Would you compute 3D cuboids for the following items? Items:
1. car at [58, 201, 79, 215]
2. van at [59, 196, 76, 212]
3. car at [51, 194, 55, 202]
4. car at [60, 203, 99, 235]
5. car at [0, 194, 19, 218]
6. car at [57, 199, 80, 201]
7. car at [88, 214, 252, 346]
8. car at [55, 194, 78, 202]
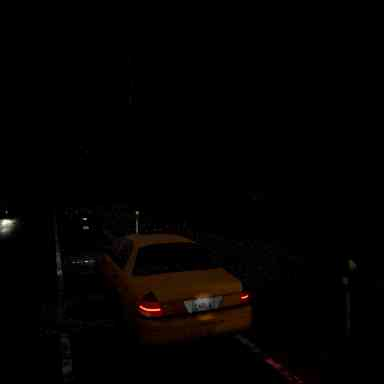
[{"bbox_3d":[-8.283,1.552,23.755,2.008,1.369,4.403,0,0,-23],"label":"car"},{"bbox_3d":[-14.681,1.343,39.042,1.690,1.788,3.998,0,0,-23],"label":"van"},{"bbox_3d":[-31.891,1.470,79.418,1.967,1.590,4.097,0,0,-24],"label":"car"},{"bbox_3d":[-6.151,1.552,18.660,2.008,1.369,4.403,0,0,-23],"label":"car"},{"bbox_3d":[-17.271,1.222,29.834,2.150,2.045,5.566,0,0,-23],"label":"car"},{"bbox_3d":[-10.416,1.567,28.851,1.947,1.339,4.313,0,0,-23],"label":"car"},{"bbox_3d":[-0.844,1.457,6.737,1.801,1.575,5.366,0,0,-23],"label":"car"},{"bbox_3d":[-12.549,1.317,33.946,2.192,1.841,5.009,0,0,-23],"label":"car"}]
